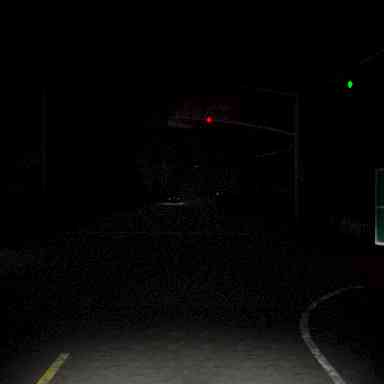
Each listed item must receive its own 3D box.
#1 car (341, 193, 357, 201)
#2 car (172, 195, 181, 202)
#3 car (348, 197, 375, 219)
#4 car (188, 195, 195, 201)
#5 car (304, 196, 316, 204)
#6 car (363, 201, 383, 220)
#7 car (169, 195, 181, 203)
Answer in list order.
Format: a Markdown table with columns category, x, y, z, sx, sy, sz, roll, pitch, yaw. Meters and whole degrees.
| category | x | y | z | sx | sy | sz | roll | pitch | yaw |
| --- | --- | --- | --- | --- | --- | --- | --- | --- | --- |
| car | 34.741 | 1.489 | 71.903 | 2.007 | 1.523 | 4.514 | 0 | 0 | 0 |
| car | -3.619 | 1.540 | 78.920 | 2.033 | 1.411 | 5.357 | 0 | 0 | 0 |
| car | 14.311 | 1.504 | 24.998 | 3.866 | 1.878 | 1.905 | 0 | 0 | 0 |
| car | -0.130 | 1.552 | 86.342 | 1.994 | 1.385 | 4.181 | 0 | 0 | 0 |
| car | 22.355 | 1.552 | 64.083 | 1.970 | 1.475 | 3.806 | 0 | 0 | 0 |
| car | 18.625 | 1.672 | 30.678 | 4.611 | 1.667 | 2.242 | 0 | 0 | 0 |
| car | -3.612 | 1.352 | 68.598 | 2.097 | 1.767 | 4.553 | 0 | 0 | 0 |
